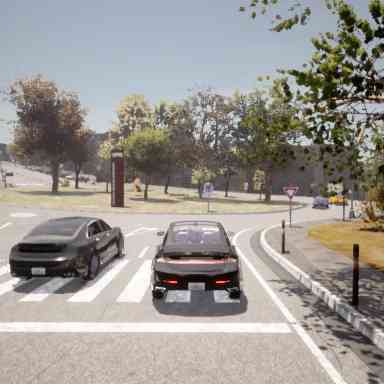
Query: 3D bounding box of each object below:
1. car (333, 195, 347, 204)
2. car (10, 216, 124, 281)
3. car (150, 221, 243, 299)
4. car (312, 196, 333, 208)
[{"bbox_3d":[20.991,0.941,48.372,1.882,1.535,5.008,1,2,10],"label":"car"},{"bbox_3d":[-3.344,1.471,9.777,1.837,1.490,4.892,0,1,1],"label":"car"},{"bbox_3d":[0.097,1.463,8.377,2.128,1.511,4.902,0,0,0],"label":"car"},{"bbox_3d":[16.228,1.205,42.010,2.033,1.411,5.357,1,2,20],"label":"car"}]
